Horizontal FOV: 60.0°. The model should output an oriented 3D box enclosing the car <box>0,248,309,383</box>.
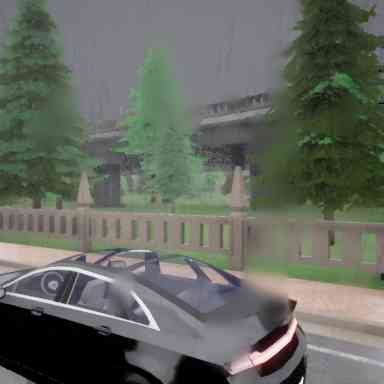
[{"bbox_3d":[-1.117,1.492,4.203,4.902,1.511,2.128,0,0,33],"label":"car"}]
